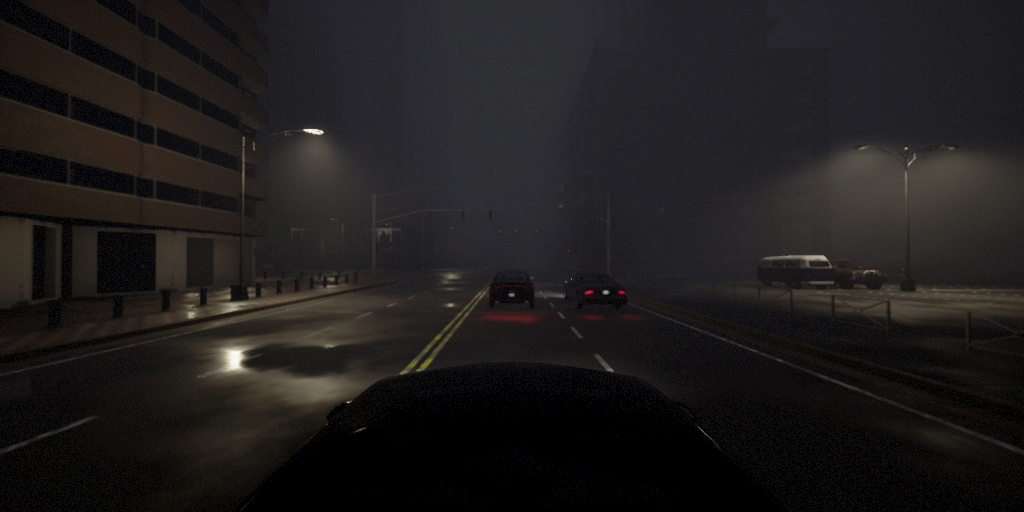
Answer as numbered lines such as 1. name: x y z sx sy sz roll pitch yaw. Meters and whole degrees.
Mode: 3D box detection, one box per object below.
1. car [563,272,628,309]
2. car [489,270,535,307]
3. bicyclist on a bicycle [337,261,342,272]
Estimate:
1. car: 3.494 1.432 15.847 2.033 1.411 5.357 0 -1 0
2. car: 0.000 1.367 16.327 1.882 1.535 5.008 0 0 0
3. bicyclist on a bicycle: -25.439 1.483 52.831 0.582 1.620 1.656 0 0 0
